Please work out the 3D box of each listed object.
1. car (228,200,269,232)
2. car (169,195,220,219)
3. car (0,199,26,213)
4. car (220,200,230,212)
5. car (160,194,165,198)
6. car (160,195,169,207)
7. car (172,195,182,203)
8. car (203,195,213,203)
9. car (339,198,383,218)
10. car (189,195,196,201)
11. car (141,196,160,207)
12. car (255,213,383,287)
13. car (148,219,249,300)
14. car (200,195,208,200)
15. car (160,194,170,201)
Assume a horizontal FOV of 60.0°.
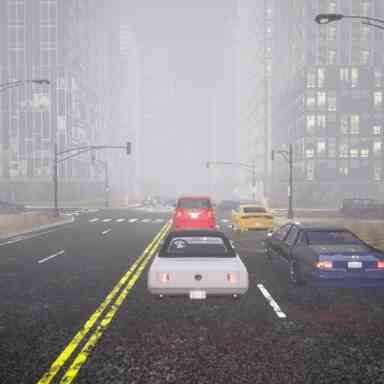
[{"bbox_3d":[3.372,1.468,19.175,1.882,1.535,5.008,0,0,1],"label":"car"},{"bbox_3d":[0.117,1.212,18.088,2.150,2.045,5.566,0,0,0],"label":"car"},{"bbox_3d":[-19.360,1.407,33.970,4.181,1.385,1.994,1,1,1],"label":"car"},{"bbox_3d":[3.499,1.573,35.060,5.357,1.411,2.033,0,1,-23],"label":"car"},{"bbox_3d":[-6.495,1.432,60.417,1.882,1.535,5.008,0,0,-1],"label":"car"},{"bbox_3d":[-3.289,1.529,51.177,1.994,1.385,4.181,0,0,0],"label":"car"},{"bbox_3d":[-3.181,1.465,71.526,2.128,1.511,4.902,0,0,0],"label":"car"},{"bbox_3d":[3.347,1.418,70.987,1.882,1.535,5.008,0,0,0],"label":"car"},{"bbox_3d":[16.231,1.519,30.762,5.009,1.841,2.192,1,0,1],"label":"car"},{"bbox_3d":[0.080,1.449,82.183,1.812,1.442,4.674,0,0,0],"label":"car"},{"bbox_3d":[-6.545,1.457,50.744,2.128,1.511,4.902,0,0,0],"label":"car"},{"bbox_3d":[3.364,1.543,9.356,2.033,1.411,5.357,0,0,0],"label":"car"},{"bbox_3d":[0.110,1.597,8.329,1.895,1.301,4.718,0,0,0],"label":"car"},{"bbox_3d":[3.340,1.448,92.399,2.033,1.411,5.357,0,0,0],"label":"car"},{"bbox_3d":[-6.422,1.282,80.617,2.097,1.767,4.553,0,0,0],"label":"car"}]
